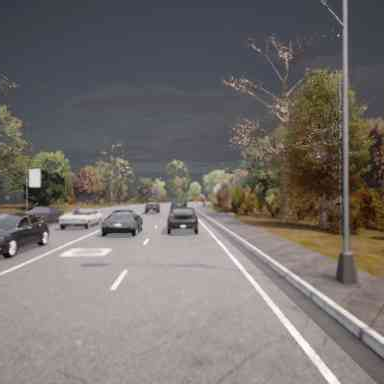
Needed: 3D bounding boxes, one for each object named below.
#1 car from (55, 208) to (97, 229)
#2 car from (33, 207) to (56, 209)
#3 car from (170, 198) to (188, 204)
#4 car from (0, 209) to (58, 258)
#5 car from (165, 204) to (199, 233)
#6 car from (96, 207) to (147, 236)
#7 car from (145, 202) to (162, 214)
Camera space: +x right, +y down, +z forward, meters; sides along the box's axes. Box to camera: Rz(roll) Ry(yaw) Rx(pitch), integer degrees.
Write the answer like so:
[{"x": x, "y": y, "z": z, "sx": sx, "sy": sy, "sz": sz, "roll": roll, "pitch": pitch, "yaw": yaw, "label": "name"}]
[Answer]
[{"x": -7.822, "y": 1.857, "z": 23.660, "sx": 1.895, "sy": 1.301, "sz": 4.718, "roll": 0, "pitch": -1, "yaw": -3, "label": "car"}, {"x": -11.419, "y": 1.834, "z": 25.649, "sx": 2.033, "sy": 1.411, "sz": 5.357, "roll": 0, "pitch": -1, "yaw": -3, "label": "car"}, {"x": -1.669, "y": 1.767, "z": 44.190, "sx": 2.150, "sy": 2.045, "sz": 5.566, "roll": 0, "pitch": -1, "yaw": -2, "label": "car"}, {"x": -7.402, "y": 1.645, "z": 13.458, "sx": 1.837, "sy": 1.490, "sz": 4.892, "roll": 0, "pitch": -1, "yaw": -2, "label": "car"}, {"x": -0.610, "y": 1.719, "z": 21.155, "sx": 1.837, "sy": 1.490, "sz": 4.892, "roll": 0, "pitch": -1, "yaw": -3, "label": "car"}, {"x": -4.057, "y": 1.768, "z": 19.860, "sx": 1.994, "sy": 1.385, "sz": 4.181, "roll": 0, "pitch": -1, "yaw": -3, "label": "car"}, {"x": -5.162, "y": 2.055, "z": 44.001, "sx": 1.837, "sy": 1.490, "sz": 4.892, "roll": 0, "pitch": -1, "yaw": -2, "label": "car"}]
